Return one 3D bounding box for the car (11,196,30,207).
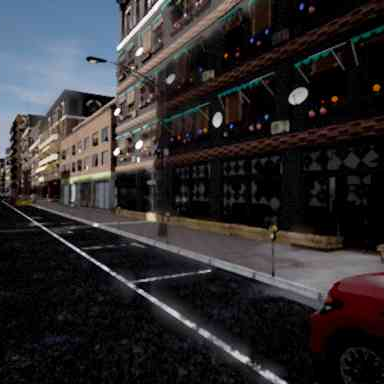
[{"bbox_3d":[-23.360,1.342,45.747,1.752,1.417,4.829,1,0,-32],"label":"car"}]

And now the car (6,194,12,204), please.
[{"bbox_3d":[-29.191,1.316,55.195,1.887,1.381,4.507,1,0,-32],"label":"car"}]

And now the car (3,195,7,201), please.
[{"bbox_3d":[-41.029,1.229,74.380,2.008,1.369,4.403,1,0,-32],"label":"car"}]

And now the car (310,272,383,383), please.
[{"bbox_3d":[3.371,1.334,2.433,2.192,1.841,5.009,1,0,-32],"label":"car"}]
